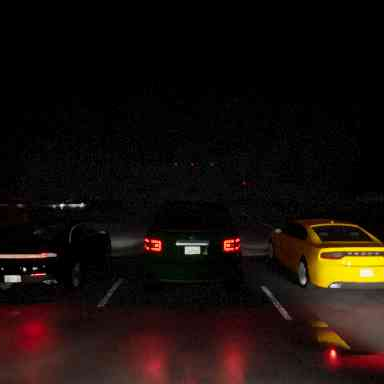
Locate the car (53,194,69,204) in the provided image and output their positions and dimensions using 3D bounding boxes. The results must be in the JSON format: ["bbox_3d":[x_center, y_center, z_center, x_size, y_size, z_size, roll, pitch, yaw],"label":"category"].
[{"bbox_3d":[-21.956,1.337,56.492,1.994,1.385,4.181,0,0,-1],"label":"car"}]

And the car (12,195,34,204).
[{"bbox_3d":[-28.954,1.246,57.144,1.882,1.535,5.008,0,0,-1],"label":"car"}]

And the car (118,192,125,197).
[{"bbox_3d":[-19.980,0.930,93.266,2.097,1.767,4.553,0,0,-7],"label":"car"}]

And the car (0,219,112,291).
[{"bbox_3d":[-3.519,1.483,8.945,2.128,1.511,4.902,0,0,0],"label":"car"}]

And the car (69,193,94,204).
[{"bbox_3d":[-18.453,1.342,55.557,1.994,1.385,4.181,0,0,-1],"label":"car"}]

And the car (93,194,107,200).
[{"bbox_3d":[-22.321,1.165,81.224,2.128,1.511,4.902,0,0,-1],"label":"car"}]

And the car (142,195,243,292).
[{"bbox_3d":[-0.011,1.213,9.089,2.150,2.045,5.566,0,0,0],"label":"car"}]

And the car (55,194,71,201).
[{"bbox_3d":[-29.209,1.171,75.346,1.837,1.490,4.892,0,0,-1],"label":"car"}]

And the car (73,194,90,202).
[{"bbox_3d":[-22.062,1.195,66.796,1.882,1.535,5.008,0,0,-1],"label":"car"}]

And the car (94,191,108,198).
[{"bbox_3d":[-18.559,1.077,65.412,2.097,1.767,4.553,0,0,-1],"label":"car"}]

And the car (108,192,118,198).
[{"bbox_3d":[-18.696,1.215,74.661,2.033,1.411,5.357,0,0,-1],"label":"car"}]

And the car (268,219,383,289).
[{"bbox_3d":[3.477,1.469,9.143,1.882,1.535,5.008,0,0,0],"label":"car"}]
